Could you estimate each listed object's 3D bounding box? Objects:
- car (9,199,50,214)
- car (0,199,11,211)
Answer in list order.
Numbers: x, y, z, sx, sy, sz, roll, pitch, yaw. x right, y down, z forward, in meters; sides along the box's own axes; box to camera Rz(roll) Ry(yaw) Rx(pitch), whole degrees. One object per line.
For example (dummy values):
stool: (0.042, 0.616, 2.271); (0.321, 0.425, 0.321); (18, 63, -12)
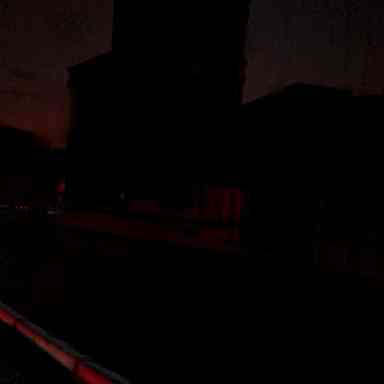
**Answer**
car: (-19.850, 1.942, 41.543); (2.033, 1.411, 5.357); (4, -1, 4)
car: (-23.271, 1.666, 42.925); (2.128, 1.511, 4.902); (4, -1, 5)
